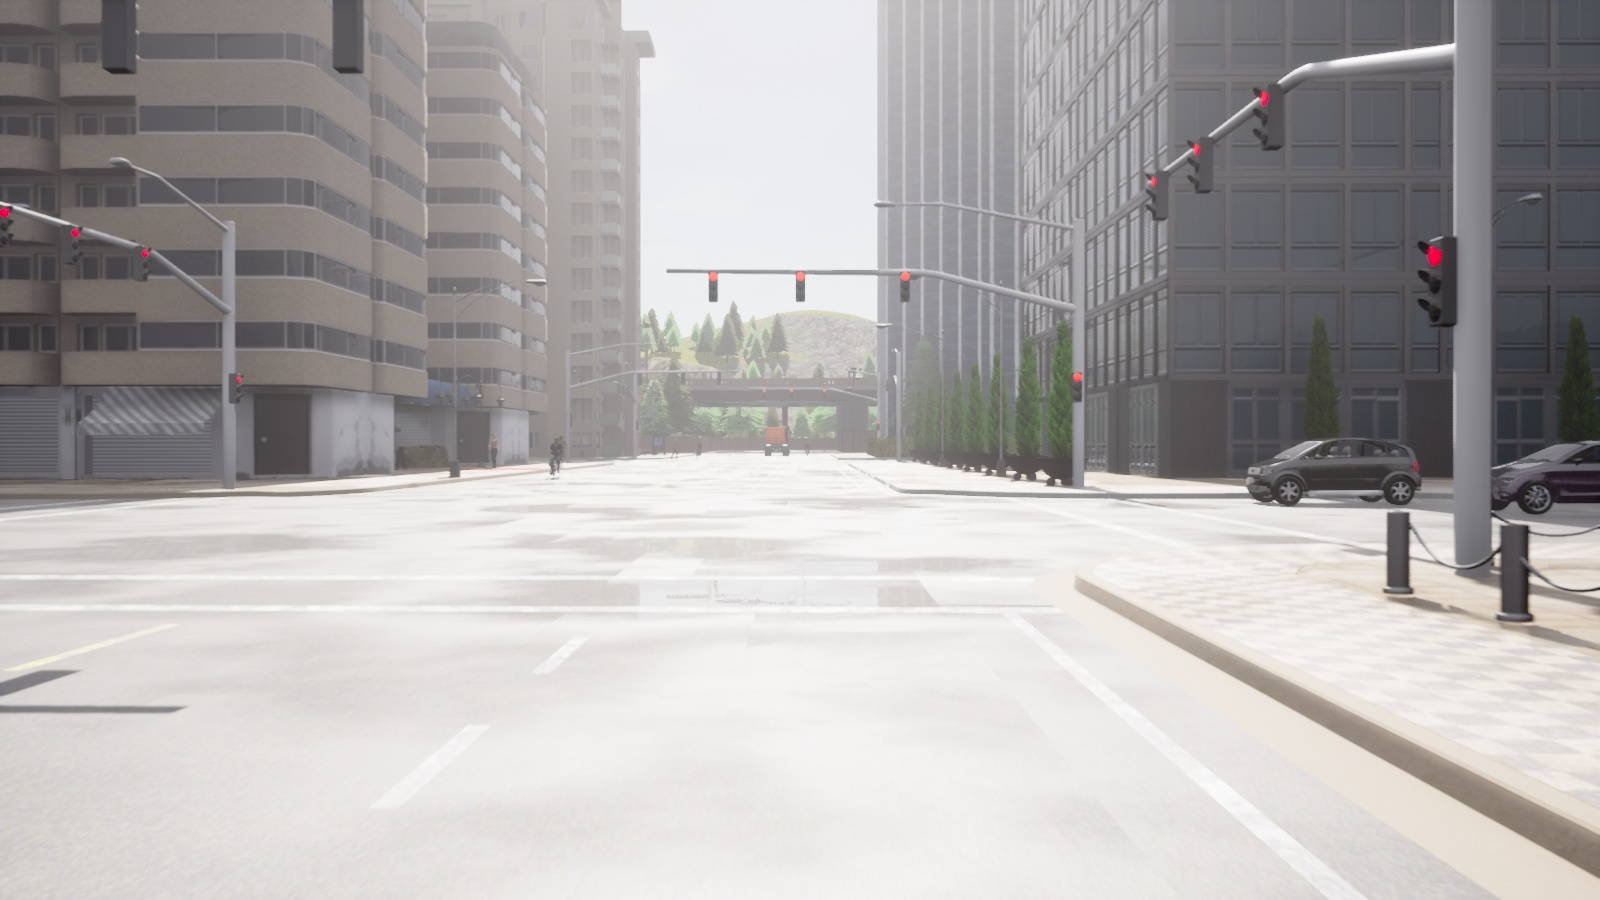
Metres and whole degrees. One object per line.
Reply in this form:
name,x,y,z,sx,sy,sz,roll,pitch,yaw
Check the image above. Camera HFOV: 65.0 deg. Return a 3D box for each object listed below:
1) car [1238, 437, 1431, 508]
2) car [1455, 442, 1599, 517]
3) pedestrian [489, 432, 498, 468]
car,12.323,0.508,29.112,3.705,1.549,1.789,-1,0,1
car,15.916,0.573,25.571,4.193,1.474,1.816,0,0,1
pedestrian,-16.042,-0.006,65.719,0.345,1.836,0.594,0,0,-1
